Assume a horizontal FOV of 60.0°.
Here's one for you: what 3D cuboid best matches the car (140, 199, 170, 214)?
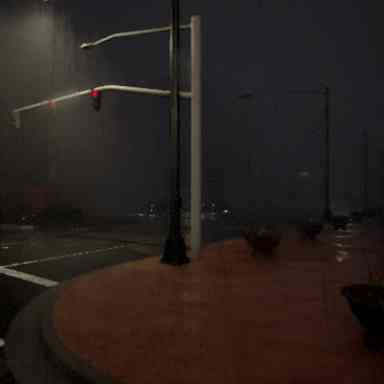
[{"bbox_3d":[-4.113,1.647,39.882,2.097,1.767,4.553,0,-1,35],"label":"car"}]

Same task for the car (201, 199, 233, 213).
[{"bbox_3d":[3.106,1.762,44.046,2.097,1.767,4.553,0,-1,35],"label":"car"}]

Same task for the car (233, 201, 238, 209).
[{"bbox_3d":[5.789,1.989,53.833,1.812,1.442,4.674,0,-1,35],"label":"car"}]

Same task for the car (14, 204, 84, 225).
[{"bbox_3d":[-10.328,1.616,24.962,1.812,1.442,4.674,0,0,35],"label":"car"}]

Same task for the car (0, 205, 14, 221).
[{"bbox_3d":[-14.027,1.669,25.757,1.895,1.301,4.718,0,0,35],"label":"car"}]
